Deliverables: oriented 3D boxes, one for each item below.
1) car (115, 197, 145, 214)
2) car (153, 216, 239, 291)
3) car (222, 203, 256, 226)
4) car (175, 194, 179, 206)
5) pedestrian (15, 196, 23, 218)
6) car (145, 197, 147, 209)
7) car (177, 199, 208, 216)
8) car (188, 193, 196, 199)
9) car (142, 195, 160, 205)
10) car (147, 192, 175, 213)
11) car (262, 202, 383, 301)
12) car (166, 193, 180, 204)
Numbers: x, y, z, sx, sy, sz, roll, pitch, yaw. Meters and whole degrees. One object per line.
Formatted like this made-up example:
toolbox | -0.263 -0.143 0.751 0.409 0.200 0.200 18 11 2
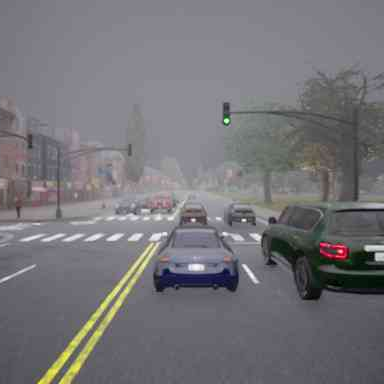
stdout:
car | -6.605 1.332 34.797 2.097 1.767 4.553 0 0 0
car | 0.083 1.593 9.128 1.994 1.385 4.181 0 0 0
car | 3.341 1.544 23.807 1.837 1.490 4.892 0 1 0
car | -3.340 1.076 47.435 2.150 2.045 5.566 0 1 1
pedestrian | -14.136 1.213 27.092 0.375 1.860 0.375 0 -1 0
car | -6.601 1.464 43.398 1.994 1.385 4.181 0 1 0
car | 0.091 1.543 23.997 1.837 1.490 4.892 0 1 0
car | -0.014 1.027 76.540 2.128 1.511 4.902 0 1 0
car | -6.569 1.324 53.729 2.033 1.411 5.357 0 1 1
car | -3.363 1.185 37.073 2.150 2.045 5.566 0 0 0
car | 3.348 1.248 8.523 2.150 2.045 5.566 0 0 0
car | -3.301 1.079 57.701 2.097 1.767 4.553 0 1 0
